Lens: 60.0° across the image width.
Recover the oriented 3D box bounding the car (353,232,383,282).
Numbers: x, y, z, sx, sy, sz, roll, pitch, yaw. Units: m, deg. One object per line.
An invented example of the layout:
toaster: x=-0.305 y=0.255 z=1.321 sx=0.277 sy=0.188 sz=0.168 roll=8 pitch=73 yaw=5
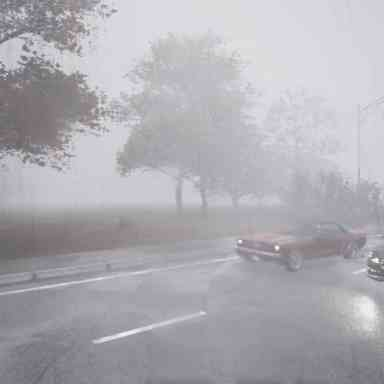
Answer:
car: x=6.406 y=1.507 z=8.559 sx=4.892 sy=1.490 sz=1.837 roll=0 pitch=0 yaw=-35

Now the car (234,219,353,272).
car: x=3.646 y=1.602 z=10.892 sx=4.718 sy=1.301 sz=1.895 roll=0 pitch=0 yaw=-35
